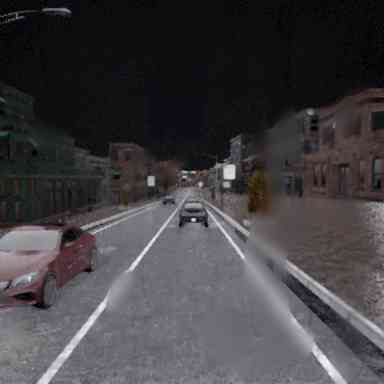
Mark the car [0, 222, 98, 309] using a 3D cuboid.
[{"bbox_3d":[-3.613,1.506,7.948,1.812,1.442,4.674,0,0,0],"label":"car"}]

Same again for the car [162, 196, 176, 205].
[{"bbox_3d":[-3.529,1.283,52.244,2.033,1.411,5.357,0,0,1],"label":"car"}]

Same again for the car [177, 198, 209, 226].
[{"bbox_3d":[0.088,1.399,22.483,1.837,1.490,4.892,0,1,0],"label":"car"}]
